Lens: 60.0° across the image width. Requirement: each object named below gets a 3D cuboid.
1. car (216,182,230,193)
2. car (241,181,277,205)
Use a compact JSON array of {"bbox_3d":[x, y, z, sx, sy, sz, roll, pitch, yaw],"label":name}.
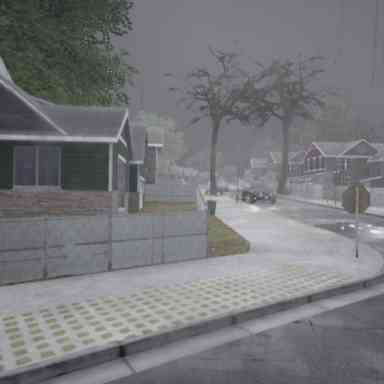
[{"bbox_3d":[4.556,-0.621,51.419,1.812,1.442,4.674,1,3,-5],"label":"car"},{"bbox_3d":[6.245,0.024,31.625,2.150,2.045,5.566,1,3,-5],"label":"car"}]
